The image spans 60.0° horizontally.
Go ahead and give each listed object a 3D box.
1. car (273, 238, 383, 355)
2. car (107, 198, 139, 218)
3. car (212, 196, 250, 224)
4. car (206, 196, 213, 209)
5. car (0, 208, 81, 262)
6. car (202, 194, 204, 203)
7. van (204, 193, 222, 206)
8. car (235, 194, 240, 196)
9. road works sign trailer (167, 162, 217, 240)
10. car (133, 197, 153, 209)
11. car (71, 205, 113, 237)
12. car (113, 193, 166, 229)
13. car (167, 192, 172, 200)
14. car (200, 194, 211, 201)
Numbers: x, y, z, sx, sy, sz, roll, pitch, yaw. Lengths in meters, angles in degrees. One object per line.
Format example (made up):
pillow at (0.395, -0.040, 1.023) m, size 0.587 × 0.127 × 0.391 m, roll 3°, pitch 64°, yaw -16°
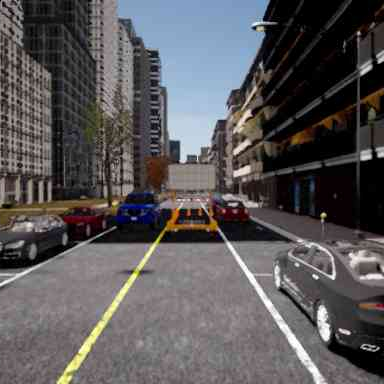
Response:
car at (2.690, 1.501, 6.011) m, size 2.008 × 1.369 × 4.403 m, roll 0°, pitch 0°, yaw 0°
car at (-5.693, 1.303, 27.970) m, size 1.752 × 1.417 × 4.829 m, roll 0°, pitch 0°, yaw 0°
car at (2.688, 1.258, 22.607) m, size 1.967 × 1.590 × 4.097 m, roll 0°, pitch 0°, yaw 0°
car at (2.687, 1.317, 33.674) m, size 1.802 × 1.307 × 4.206 m, roll 0°, pitch 0°, yaw 0°
car at (-5.691, 1.456, 11.542) m, size 2.008 × 1.369 × 4.403 m, roll 0°, pitch 0°, yaw 0°
car at (2.686, 1.093, 44.737) m, size 1.967 × 1.590 × 4.097 m, roll 0°, pitch 0°, yaw 0°
van at (2.686, 1.035, 39.204) m, size 1.690 × 1.788 × 3.998 m, roll 0°, pitch 0°, yaw 0°
car at (13.419, 0.707, 86.273) m, size 4.403 × 1.369 × 2.008 m, roll -1°, pitch 1°, yaw -1°
road works sign trailer at (-0.001, 0.332, 16.268) m, size 2.380 × 3.560 × 2.880 m, roll 0°, pitch 0°, yaw 0°
car at (-5.694, 1.276, 39.206) m, size 1.802 × 1.307 × 4.206 m, roll 0°, pitch 0°, yaw 0°
car at (-5.692, 1.406, 17.075) m, size 1.887 × 1.381 × 4.507 m, roll 0°, pitch 0°, yaw 0°
car at (-3.100, 1.058, 20.549) m, size 2.150 × 2.045 × 5.566 m, roll 0°, pitch 0°, yaw 0°
car at (-5.696, 1.040, 66.868) m, size 1.887 × 1.381 × 4.507 m, roll 0°, pitch 0°, yaw 0°
car at (2.684, 1.046, 66.868) m, size 2.008 × 1.369 × 4.403 m, roll 0°, pitch 0°, yaw 0°
